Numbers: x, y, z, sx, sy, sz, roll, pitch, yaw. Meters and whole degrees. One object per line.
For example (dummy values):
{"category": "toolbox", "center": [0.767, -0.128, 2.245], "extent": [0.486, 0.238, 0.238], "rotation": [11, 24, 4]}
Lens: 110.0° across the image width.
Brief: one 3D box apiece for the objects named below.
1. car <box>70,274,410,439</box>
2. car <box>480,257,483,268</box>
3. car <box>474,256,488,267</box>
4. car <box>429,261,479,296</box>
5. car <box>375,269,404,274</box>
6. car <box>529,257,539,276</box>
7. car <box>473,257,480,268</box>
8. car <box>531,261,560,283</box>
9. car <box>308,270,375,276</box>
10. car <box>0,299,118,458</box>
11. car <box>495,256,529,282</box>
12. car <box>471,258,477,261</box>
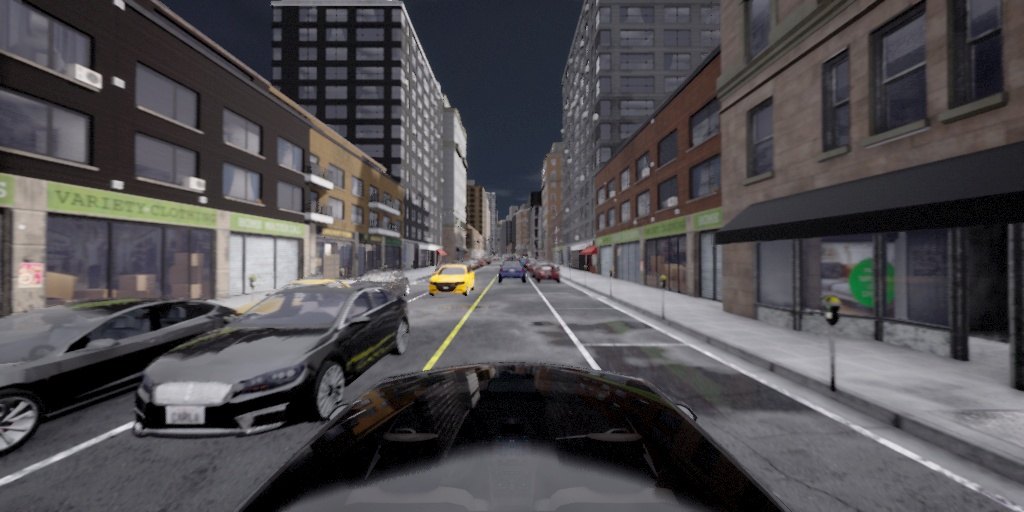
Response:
{"category": "car", "center": [-3.093, 1.236, 5.844], "extent": [2.128, 1.511, 4.902], "rotation": [0, 0, 0]}
{"category": "car", "center": [-5.869, 1.254, 55.267], "extent": [1.802, 1.307, 4.207], "rotation": [0, 0, 0]}
{"category": "car", "center": [-5.868, 0.976, 60.853], "extent": [2.192, 1.841, 5.009], "rotation": [0, 0, 0]}
{"category": "car", "center": [-3.080, 1.208, 19.189], "extent": [1.882, 1.535, 5.008], "rotation": [0, 0, 0]}
{"category": "car", "center": [-5.874, 1.284, 16.165], "extent": [2.007, 1.370, 4.403], "rotation": [0, 0, 0]}
{"category": "car", "center": [2.666, 1.151, 32.924], "extent": [1.967, 1.591, 4.097], "rotation": [0, 0, 0]}
{"category": "car", "center": [-5.869, 1.207, 49.511], "extent": [1.751, 1.417, 4.829], "rotation": [0, 0, 0]}
{"category": "car", "center": [2.666, 1.302, 27.338], "extent": [1.802, 1.307, 4.207], "rotation": [0, 0, 0]}
{"category": "car", "center": [-5.875, 1.266, 10.409], "extent": [1.751, 1.417, 4.829], "rotation": [0, 0, 0]}
{"category": "car", "center": [-5.876, 1.312, 4.993], "extent": [1.948, 1.339, 4.313], "rotation": [0, 0, 0]}
{"category": "car", "center": [0.026, 1.069, 28.656], "extent": [2.097, 1.767, 4.553], "rotation": [0, 0, 0]}
{"category": "car", "center": [-5.870, 1.257, 44.095], "extent": [1.948, 1.339, 4.313], "rotation": [0, 0, 0]}
